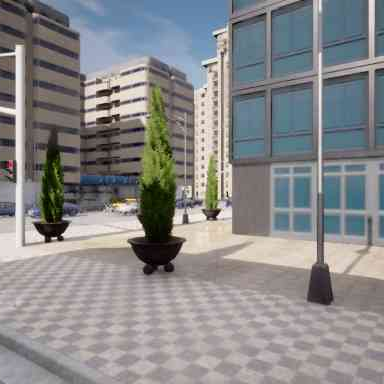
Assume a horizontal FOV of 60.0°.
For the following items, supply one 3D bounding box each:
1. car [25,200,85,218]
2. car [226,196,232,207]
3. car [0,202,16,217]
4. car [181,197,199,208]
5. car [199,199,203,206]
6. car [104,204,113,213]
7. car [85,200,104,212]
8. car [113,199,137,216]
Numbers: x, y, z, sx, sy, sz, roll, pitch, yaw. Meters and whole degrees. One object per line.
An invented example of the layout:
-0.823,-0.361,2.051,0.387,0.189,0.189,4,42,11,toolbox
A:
-12.488,1.581,30.236,1.812,1.442,4.674,0,0,35,car
7.164,1.411,51.610,2.097,1.767,4.553,0,0,35,car
-17.144,1.603,29.756,2.033,1.411,5.357,0,0,35,car
-1.383,1.581,45.911,1.812,1.442,4.674,0,0,35,car
-0.023,1.581,53.833,1.812,1.442,4.674,0,0,36,car
-7.163,1.533,37.783,1.882,1.535,5.008,0,0,35,car
-11.806,1.619,37.283,1.994,1.385,4.181,0,0,35,car
-5.321,1.656,33.973,1.895,1.301,4.718,0,0,35,car
